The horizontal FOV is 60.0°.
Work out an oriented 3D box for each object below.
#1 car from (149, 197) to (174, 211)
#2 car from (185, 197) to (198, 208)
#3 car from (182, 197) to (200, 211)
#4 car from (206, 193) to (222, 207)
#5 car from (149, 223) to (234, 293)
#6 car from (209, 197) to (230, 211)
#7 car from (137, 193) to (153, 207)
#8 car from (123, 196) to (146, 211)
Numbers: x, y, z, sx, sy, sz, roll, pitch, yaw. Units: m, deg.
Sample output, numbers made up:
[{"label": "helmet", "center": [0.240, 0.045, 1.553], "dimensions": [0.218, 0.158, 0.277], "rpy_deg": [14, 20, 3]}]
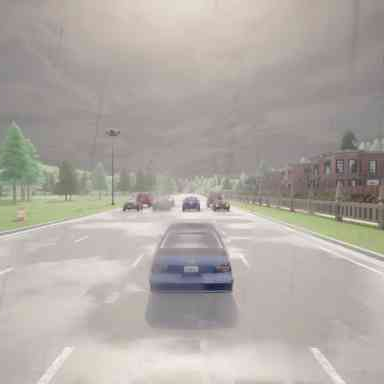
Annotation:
[{"label": "car", "center": [-3.578, 1.564, 39.998], "dimensions": [1.994, 1.385, 4.181], "rpy_deg": [0, 0, 0]}, {"label": "car", "center": [-0.097, 1.505, 50.008], "dimensions": [1.837, 1.490, 4.892], "rpy_deg": [0, 0, 0]}, {"label": "car", "center": [-0.078, 1.352, 39.974], "dimensions": [2.097, 1.767, 4.553], "rpy_deg": [0, 0, 0]}, {"label": "car", "center": [3.403, 1.221, 50.044], "dimensions": [2.150, 2.045, 5.566], "rpy_deg": [0, 0, 0]}, {"label": "car", "center": [-0.018, 1.548, 8.975], "dimensions": [2.033, 1.411, 5.357], "rpy_deg": [0, 0, 0]}, {"label": "car", "center": [3.422, 1.601, 40.041], "dimensions": [1.895, 1.301, 4.718], "rpy_deg": [0, 0, 0]}, {"label": "car", "center": [-7.097, 1.221, 50.024], "dimensions": [2.150, 2.045, 5.566], "rpy_deg": [0, 0, 0]}, {"label": "car", "center": [-7.078, 1.526, 39.991], "dimensions": [1.812, 1.442, 4.674], "rpy_deg": [0, 0, 0]}]
